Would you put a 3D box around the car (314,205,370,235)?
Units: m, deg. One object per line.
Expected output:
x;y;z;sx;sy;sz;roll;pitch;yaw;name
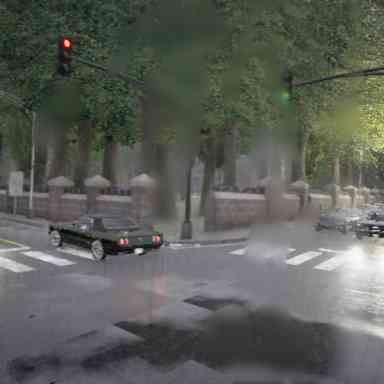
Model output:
8.554;1.574;19.354;2.008;1.369;4.403;4;2;39;car

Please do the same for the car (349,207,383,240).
9.722;1.685;16.754;1.895;1.301;4.718;2;1;40;car

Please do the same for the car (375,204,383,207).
13.090;1.640;24.862;2.008;1.369;4.403;4;2;39;car

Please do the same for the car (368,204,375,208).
9.786;1.565;20.897;1.752;1.417;4.829;4;2;39;car

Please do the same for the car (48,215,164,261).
-3.203;1.434;11.593;4.718;1.301;1.895;2;-1;44;car
